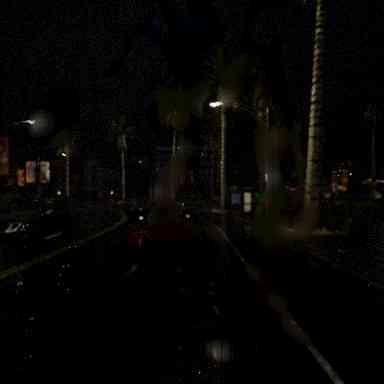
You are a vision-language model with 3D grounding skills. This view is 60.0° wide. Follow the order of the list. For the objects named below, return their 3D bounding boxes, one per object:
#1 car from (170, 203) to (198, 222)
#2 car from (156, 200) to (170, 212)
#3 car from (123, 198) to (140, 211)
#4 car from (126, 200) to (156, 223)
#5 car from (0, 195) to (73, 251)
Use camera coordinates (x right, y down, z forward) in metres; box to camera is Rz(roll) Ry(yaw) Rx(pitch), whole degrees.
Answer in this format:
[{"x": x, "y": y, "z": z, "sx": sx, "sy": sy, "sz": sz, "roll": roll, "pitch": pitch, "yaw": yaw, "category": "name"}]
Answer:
[{"x": -0.603, "y": 1.683, "z": 27.901, "sx": 1.812, "sy": 1.442, "sz": 4.674, "roll": 0, "pitch": 0, "yaw": -7, "category": "car"}, {"x": -4.139, "y": 1.722, "z": 43.569, "sx": 1.882, "sy": 1.535, "sz": 5.008, "roll": 0, "pitch": 0, "yaw": -18, "category": "car"}, {"x": -7.613, "y": 1.593, "z": 42.931, "sx": 2.097, "sy": 1.767, "sz": 4.553, "roll": 0, "pitch": 0, "yaw": -18, "category": "car"}, {"x": -4.025, "y": 1.659, "z": 26.968, "sx": 1.837, "sy": 1.490, "sz": 4.892, "roll": 0, "pitch": 0, "yaw": -6, "category": "car"}, {"x": -7.124, "y": 1.307, "z": 14.838, "sx": 2.150, "sy": 2.045, "sz": 5.566, "roll": 0, "pitch": -1, "yaw": 0, "category": "car"}]
